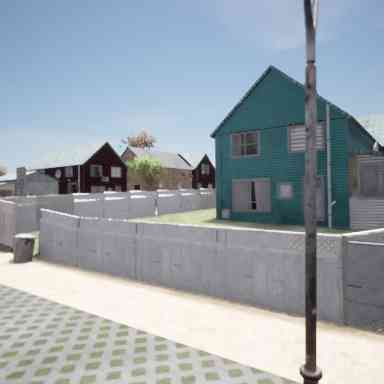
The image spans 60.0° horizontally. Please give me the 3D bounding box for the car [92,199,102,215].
[{"bbox_3d":[-8.197,1.150,22.583,1.895,1.301,4.718,-1,1,35],"label":"car"}]

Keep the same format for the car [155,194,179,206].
[{"bbox_3d":[-2.149,0.567,36.291,2.097,1.767,4.553,-1,1,35],"label":"car"}]
